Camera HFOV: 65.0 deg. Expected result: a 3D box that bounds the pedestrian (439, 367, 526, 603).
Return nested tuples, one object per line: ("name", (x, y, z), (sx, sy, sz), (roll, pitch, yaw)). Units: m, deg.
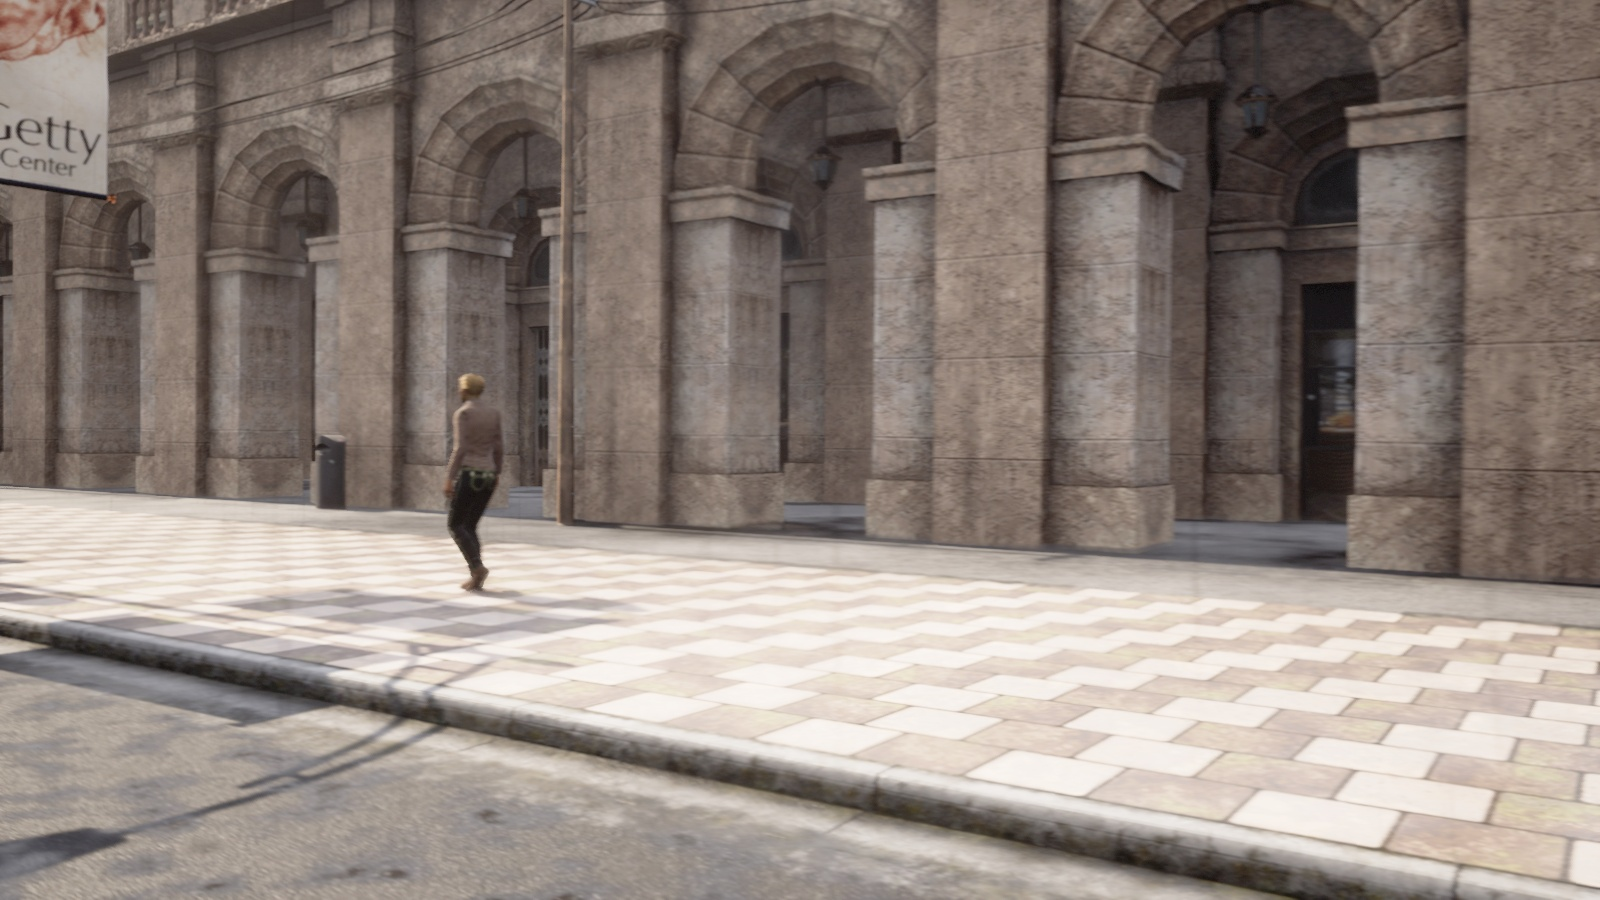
("pedestrian", (-2.566, 0.273, 10.147), (0.634, 1.846, 0.331), (0, 1, 36))
